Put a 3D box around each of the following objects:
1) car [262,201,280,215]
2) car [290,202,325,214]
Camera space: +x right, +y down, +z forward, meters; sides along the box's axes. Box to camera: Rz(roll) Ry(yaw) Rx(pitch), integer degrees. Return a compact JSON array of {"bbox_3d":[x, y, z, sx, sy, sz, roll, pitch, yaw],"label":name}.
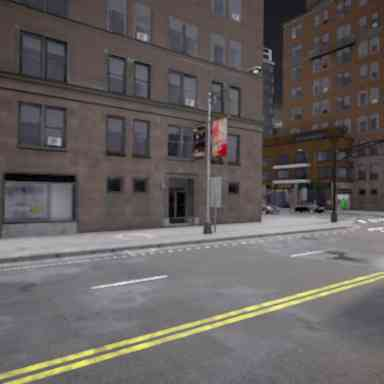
[{"bbox_3d":[7.589,1.678,36.206,1.967,1.590,4.097,1,-1,-35],"label":"car"},{"bbox_3d":[14.143,1.910,40.831,1.947,1.339,4.313,1,-1,-35],"label":"car"}]
